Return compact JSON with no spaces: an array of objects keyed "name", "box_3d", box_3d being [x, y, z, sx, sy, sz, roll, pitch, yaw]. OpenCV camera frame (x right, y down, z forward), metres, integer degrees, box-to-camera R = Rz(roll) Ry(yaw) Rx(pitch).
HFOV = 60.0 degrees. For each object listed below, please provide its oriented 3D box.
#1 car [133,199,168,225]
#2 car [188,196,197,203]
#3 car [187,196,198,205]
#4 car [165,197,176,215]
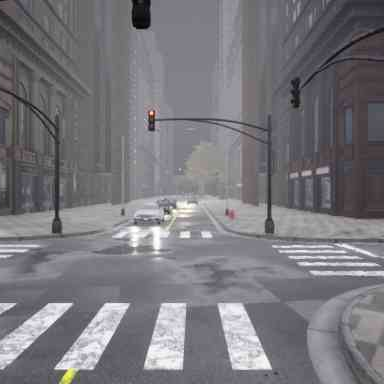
[{"name":"car","box_3d":[-3.082,1.526,24.463,1.812,1.442,4.674,0,0,0]},{"name":"car","box_3d":[0.152,1.574,69.729,1.812,1.442,4.674,0,0,0]},{"name":"car","box_3d":[0.133,1.582,59.379,2.033,1.411,5.357,0,0,0]},{"name":"car","box_3d":[-3.075,1.552,34.873,2.033,1.411,5.357,0,0,0]}]
